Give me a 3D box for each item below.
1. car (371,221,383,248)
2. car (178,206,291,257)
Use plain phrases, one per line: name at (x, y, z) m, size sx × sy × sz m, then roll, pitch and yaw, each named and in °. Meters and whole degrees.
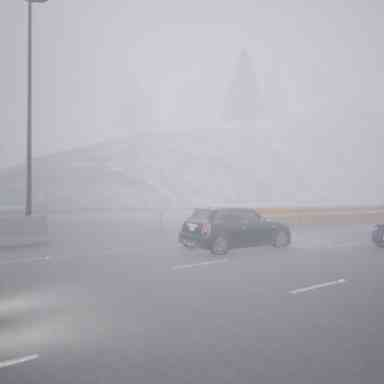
car at (9.261, 1.564, 13.528) m, size 4.674 × 1.442 × 1.812 m, roll 0°, pitch 0°, yaw -30°
car at (1.802, 1.352, 13.154) m, size 4.553 × 1.767 × 2.097 m, roll 0°, pitch 0°, yaw -32°
